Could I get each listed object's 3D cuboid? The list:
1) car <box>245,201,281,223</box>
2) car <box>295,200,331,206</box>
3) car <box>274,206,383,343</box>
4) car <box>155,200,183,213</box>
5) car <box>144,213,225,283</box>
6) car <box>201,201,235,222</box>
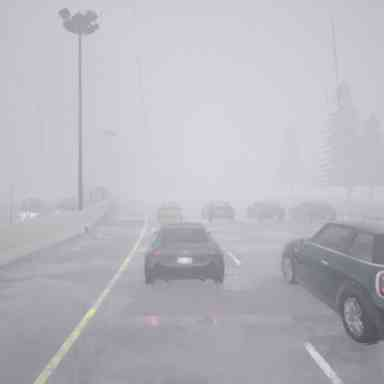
[{"bbox_3d":[5.405,1.412,25.004,1.837,1.490,4.892,0,0,-7],"label":"car"},{"bbox_3d":[8.936,1.405,24.969,1.837,1.490,4.892,0,0,-7],"label":"car"},{"bbox_3d":[3.365,1.323,6.579,2.097,1.767,4.553,0,0,-2],"label":"car"},{"bbox_3d":[-1.854,1.395,26.549,1.882,1.535,5.008,0,0,-8],"label":"car"},{"bbox_3d":[-0.262,1.533,9.622,1.994,1.385,4.181,0,0,-3],"label":"car"},{"bbox_3d":[1.880,1.406,24.964,2.128,1.511,4.902,0,0,-7],"label":"car"}]
